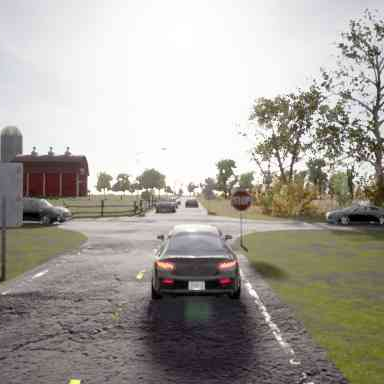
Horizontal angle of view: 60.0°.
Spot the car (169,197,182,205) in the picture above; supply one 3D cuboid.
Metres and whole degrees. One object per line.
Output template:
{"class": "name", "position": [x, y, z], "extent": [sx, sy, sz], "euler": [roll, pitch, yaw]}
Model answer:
{"class": "car", "position": [-2.956, 1.606, 60.214], "extent": [2.033, 1.411, 5.357], "euler": [0, 0, 0]}

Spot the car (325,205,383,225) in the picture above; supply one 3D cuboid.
{"class": "car", "position": [12.917, 1.741, 25.789], "extent": [4.902, 1.511, 2.128], "euler": [1, -1, 0]}

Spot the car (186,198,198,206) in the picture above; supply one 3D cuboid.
{"class": "car", "position": [-0.045, 1.613, 54.347], "extent": [1.994, 1.385, 4.181], "euler": [0, 0, 0]}

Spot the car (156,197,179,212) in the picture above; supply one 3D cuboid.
{"class": "car", "position": [-2.946, 1.379, 38.268], "extent": [2.097, 1.767, 4.553], "euler": [0, 0, 0]}

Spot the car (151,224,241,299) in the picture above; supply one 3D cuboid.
{"class": "car", "position": [0.074, 1.529, 8.305], "extent": [1.812, 1.442, 4.674], "euler": [0, 0, 0]}

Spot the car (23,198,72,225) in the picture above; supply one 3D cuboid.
{"class": "car", "position": [-10.398, 1.209, 22.177], "extent": [4.553, 1.767, 2.097], "euler": [1, -1, 7]}

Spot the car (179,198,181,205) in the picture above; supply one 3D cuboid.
{"class": "car", "position": [-2.960, 1.544, 47.666], "extent": [1.837, 1.490, 4.892], "euler": [0, 0, 0]}
